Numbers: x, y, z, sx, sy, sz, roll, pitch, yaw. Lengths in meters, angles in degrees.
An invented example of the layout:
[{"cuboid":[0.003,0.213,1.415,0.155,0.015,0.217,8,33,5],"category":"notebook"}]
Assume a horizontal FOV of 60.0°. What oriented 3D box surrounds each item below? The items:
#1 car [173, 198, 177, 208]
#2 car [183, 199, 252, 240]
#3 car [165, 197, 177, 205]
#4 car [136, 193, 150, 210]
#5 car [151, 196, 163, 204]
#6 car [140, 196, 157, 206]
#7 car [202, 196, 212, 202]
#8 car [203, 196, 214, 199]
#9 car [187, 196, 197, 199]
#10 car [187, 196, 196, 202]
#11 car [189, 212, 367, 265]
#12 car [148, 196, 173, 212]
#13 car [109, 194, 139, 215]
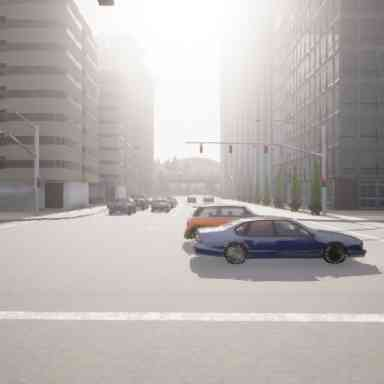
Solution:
[{"cuboid":[-3.631,1.352,48.144,2.097,1.767,4.553,0,0,0],"category":"car"},{"cuboid":[1.895,1.313,14.401,4.553,1.767,2.097,0,0,0],"category":"car"},{"cuboid":[-3.621,1.601,57.913,1.895,1.301,4.718,0,0,0],"category":"car"},{"cuboid":[-7.129,1.221,44.031,2.150,2.045,5.566,0,0,0],"category":"car"},{"cuboid":[-7.068,1.506,67.124,1.837,1.490,4.892,0,0,0],"category":"car"},{"cuboid":[-7.128,1.491,54.493,2.128,1.511,4.902,0,0,0],"category":"car"},{"cuboid":[3.445,1.528,76.167,1.994,1.385,4.181,0,0,0],"category":"car"},{"cuboid":[3.452,1.504,67.500,1.837,1.490,4.892,0,0,0],"category":"car"},{"cuboid":[-0.048,1.477,66.664,1.882,1.535,5.008,0,0,0],"category":"car"},{"cuboid":[-0.055,1.521,75.991,1.994,1.385,4.181,0,0,0],"category":"car"},{"cuboid":[2.656,1.506,10.894,5.357,1.411,2.033,0,0,0],"category":"car"},{"cuboid":[-3.628,1.504,38.940,1.837,1.490,4.892,0,0,0],"category":"car"},{"cuboid":[-7.125,1.352,34.442,2.097,1.767,4.553,0,0,0],"category":"car"}]
